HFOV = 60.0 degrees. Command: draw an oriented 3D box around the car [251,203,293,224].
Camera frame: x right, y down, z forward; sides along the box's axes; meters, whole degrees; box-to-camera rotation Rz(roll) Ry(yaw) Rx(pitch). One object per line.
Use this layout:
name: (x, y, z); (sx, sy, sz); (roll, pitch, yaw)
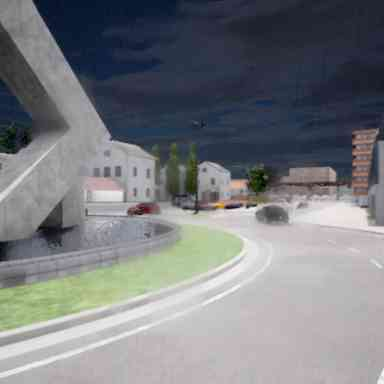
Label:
car: (7.182, 2.028, 30.079); (1.882, 1.535, 5.008); (0, -1, -5)

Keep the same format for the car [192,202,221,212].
car: (2.438, 2.617, 54.966); (1.895, 1.301, 4.718); (-1, -1, 30)

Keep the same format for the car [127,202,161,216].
car: (-6.309, 2.175, 43.888); (2.097, 1.767, 4.553); (-1, -1, 44)

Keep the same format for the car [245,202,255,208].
car: (13.651, 2.993, 76.447); (1.895, 1.301, 4.718); (-1, -1, 27)

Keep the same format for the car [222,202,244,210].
car: (8.176, 2.808, 65.714); (1.895, 1.301, 4.718); (-1, -1, 27)

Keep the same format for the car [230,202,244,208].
car: (10.736, 2.991, 78.435); (1.994, 1.385, 4.181); (-1, -1, 27)

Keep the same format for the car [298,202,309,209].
car: (23.930, 2.812, 71.291); (1.812, 1.442, 4.674); (-1, -1, 27)

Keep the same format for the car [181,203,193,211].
car: (0.163, 2.623, 57.978); (2.033, 1.411, 5.357); (-1, -1, 29)

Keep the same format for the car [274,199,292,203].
car: (14.223, 2.165, 51.921); (2.150, 2.045, 5.566); (-1, -1, 26)
